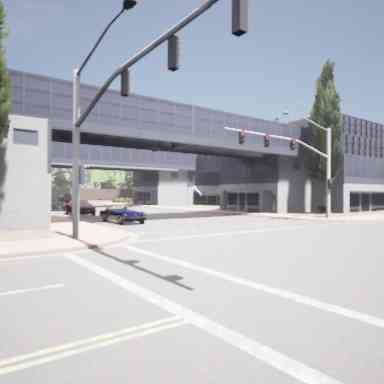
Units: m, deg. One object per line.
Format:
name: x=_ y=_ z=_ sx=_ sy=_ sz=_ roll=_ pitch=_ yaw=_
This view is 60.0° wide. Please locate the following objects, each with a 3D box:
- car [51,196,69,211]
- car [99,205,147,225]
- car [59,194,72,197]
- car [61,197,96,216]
car: x=-17.013 y=1.566 z=41.090 sx=1.837 sy=1.490 sz=4.892 roll=0 pitch=0 yaw=-36
car: x=-5.213 y=1.661 z=24.852 sx=1.895 sy=1.301 sz=4.718 roll=0 pitch=0 yaw=-36
car: x=-23.967 y=1.325 z=62.862 sx=2.150 sy=2.045 sz=5.566 roll=0 pitch=0 yaw=-36
car: x=-11.107 y=1.538 z=32.957 sx=1.882 sy=1.535 sz=5.008 roll=0 pitch=0 yaw=-36
